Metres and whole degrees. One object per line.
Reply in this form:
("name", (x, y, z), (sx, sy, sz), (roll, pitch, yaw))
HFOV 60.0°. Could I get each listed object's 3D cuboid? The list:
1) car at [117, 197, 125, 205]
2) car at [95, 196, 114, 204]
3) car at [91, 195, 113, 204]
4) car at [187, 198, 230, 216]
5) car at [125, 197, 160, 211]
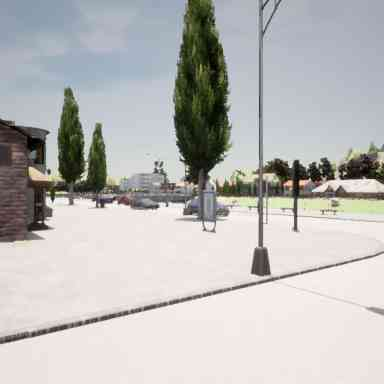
("car", (-10.939, 1.526, 55.782), (1.812, 1.442, 4.674), (0, 0, -36))
("car", (-16.894, 1.478, 64.074), (1.882, 1.535, 5.008), (0, 0, -36))
("car", (-15.003, 1.093, 54.413), (1.882, 1.535, 5.008), (0, 0, -36))
("car", (1.482, 1.352, 31.287), (2.097, 1.767, 4.553), (0, 0, -36))
("car", (-6.027, 1.547, 41.749), (2.033, 1.411, 5.357), (0, 0, -36))
